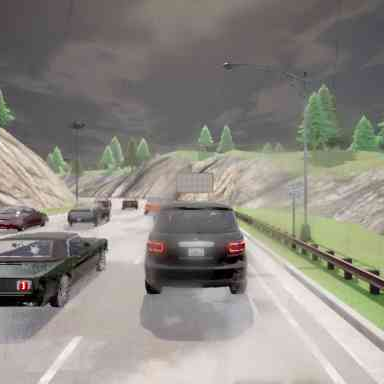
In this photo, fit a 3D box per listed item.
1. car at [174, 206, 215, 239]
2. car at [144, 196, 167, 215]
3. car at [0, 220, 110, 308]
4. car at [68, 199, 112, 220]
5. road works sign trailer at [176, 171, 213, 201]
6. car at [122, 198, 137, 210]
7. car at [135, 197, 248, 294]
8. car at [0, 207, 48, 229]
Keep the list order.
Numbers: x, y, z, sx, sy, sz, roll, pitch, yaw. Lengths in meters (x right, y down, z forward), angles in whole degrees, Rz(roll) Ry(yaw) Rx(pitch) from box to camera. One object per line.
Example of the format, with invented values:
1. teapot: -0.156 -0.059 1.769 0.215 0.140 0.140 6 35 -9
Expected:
1. car: 0.109 1.558 18.115 1.994 1.385 4.181 0 0 -1
2. car: -3.780 1.352 35.259 2.097 1.767 4.553 0 0 -3
3. car: -3.407 1.601 7.843 1.895 1.301 4.718 0 0 0
4. car: -6.932 1.491 22.841 2.128 1.511 4.902 0 0 0
5. road works sign trailer: 0.188 0.464 21.612 2.380 3.560 2.880 0 0 0
6. car: -8.078 1.478 43.700 1.882 1.535 5.008 0 -1 -7
7. car: 0.088 1.221 8.898 2.150 2.045 5.566 0 0 0
8. car: -10.424 1.563 20.180 1.994 1.385 4.181 0 0 0
